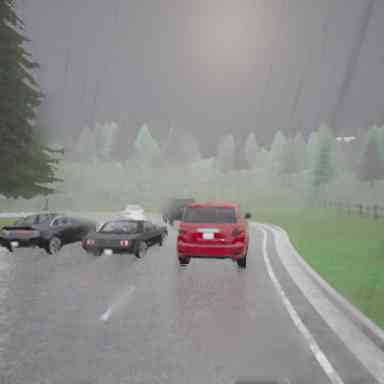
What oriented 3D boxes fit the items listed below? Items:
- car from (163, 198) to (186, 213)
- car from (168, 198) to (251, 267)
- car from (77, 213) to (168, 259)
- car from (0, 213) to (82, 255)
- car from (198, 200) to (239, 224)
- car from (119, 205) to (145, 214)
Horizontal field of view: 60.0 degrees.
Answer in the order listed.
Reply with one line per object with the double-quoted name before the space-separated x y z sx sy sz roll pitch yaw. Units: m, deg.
"car" -1.027 1.498 26.835 2.150 2.045 5.566 0 0 -12
"car" 0.935 1.349 12.098 2.150 2.045 5.566 0 0 10
"car" -2.384 1.738 13.302 1.895 1.301 4.718 0 -1 11
"car" -5.784 1.637 14.094 2.128 1.511 4.902 0 0 11
"car" 2.160 1.638 28.215 2.097 1.767 4.553 0 -1 -14
"car" -4.982 1.806 27.528 1.812 1.442 4.674 0 0 -18
